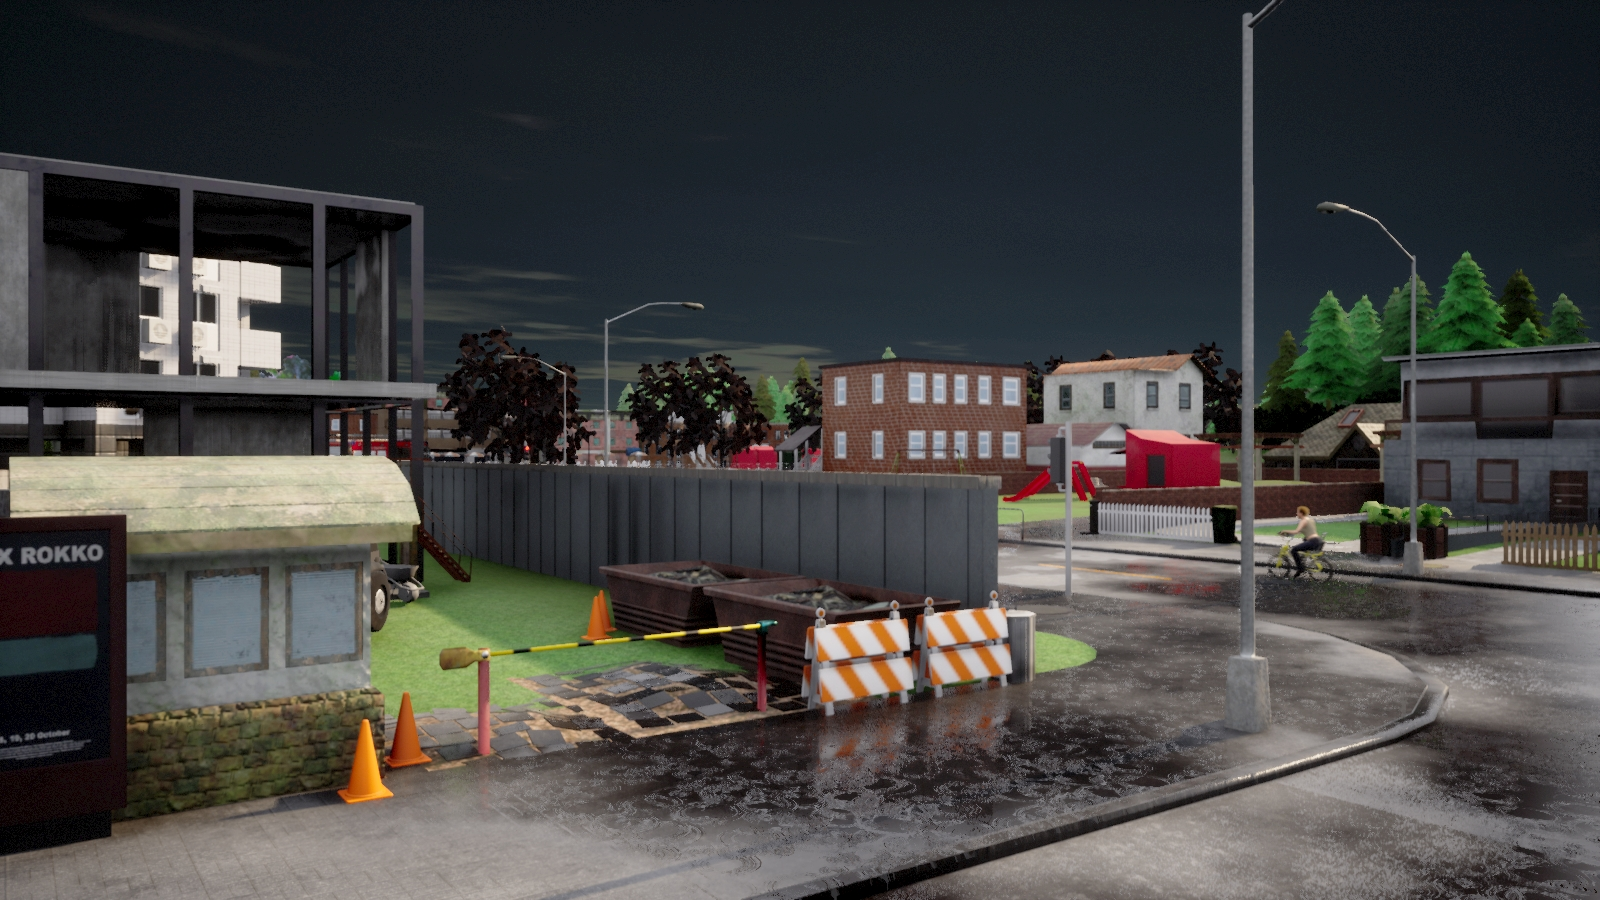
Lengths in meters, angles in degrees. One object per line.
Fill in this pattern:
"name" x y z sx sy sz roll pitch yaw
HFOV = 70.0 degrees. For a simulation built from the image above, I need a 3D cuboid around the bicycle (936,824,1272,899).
"bicycle" 0.725 2.059 3.388 1.835 1.471 0.329 0 0 -36
